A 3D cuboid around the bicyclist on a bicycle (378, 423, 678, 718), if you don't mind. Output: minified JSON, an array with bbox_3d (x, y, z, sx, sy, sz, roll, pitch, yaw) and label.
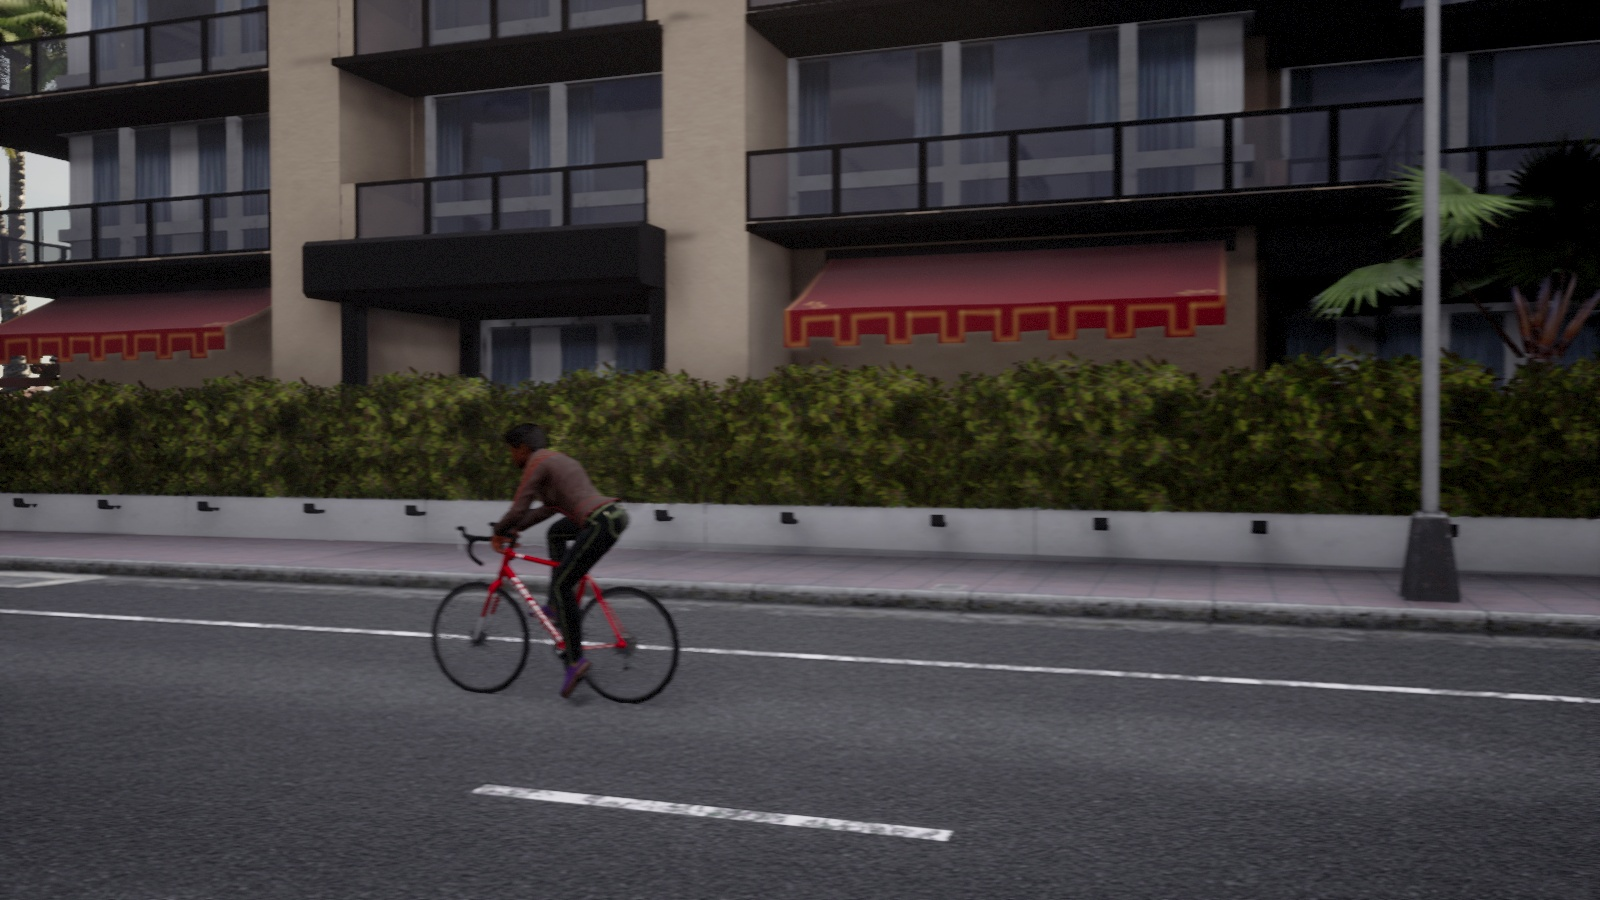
[{"bbox_3d":[-1.602,0.654,7.411,1.656,1.620,0.582,0,1,18],"label":"bicyclist on a bicycle"}]
